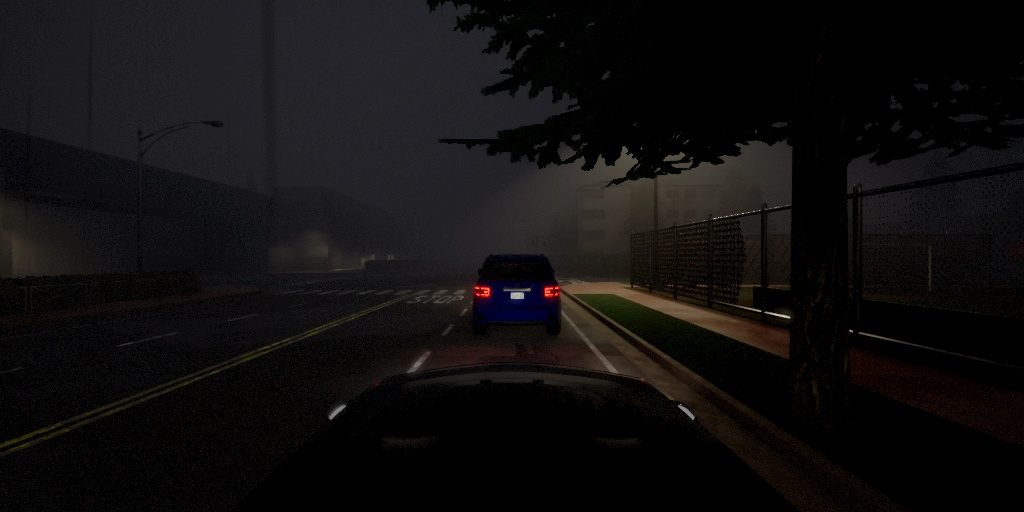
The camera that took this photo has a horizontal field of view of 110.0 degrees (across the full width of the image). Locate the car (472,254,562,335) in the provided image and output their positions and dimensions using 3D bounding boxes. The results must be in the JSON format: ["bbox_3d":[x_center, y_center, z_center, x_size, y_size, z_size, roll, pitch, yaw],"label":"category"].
[{"bbox_3d":[0.125,0.972,10.609,2.150,2.045,5.566,0,0,0],"label":"car"}]

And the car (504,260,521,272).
[{"bbox_3d":[0.068,1.242,46.452,2.128,1.511,4.902,0,0,-1],"label":"car"}]
